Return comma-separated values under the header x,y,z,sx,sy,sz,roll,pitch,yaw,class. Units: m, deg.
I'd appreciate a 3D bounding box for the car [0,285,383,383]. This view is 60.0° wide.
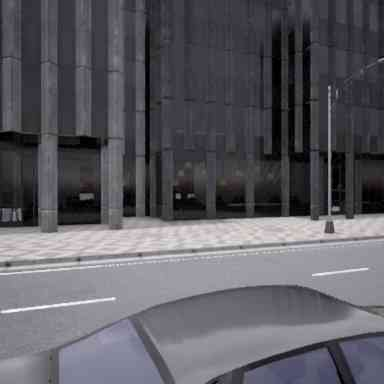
x,y,z,sx,sy,sz,roll,pitch,yaw,class
0.774,1.546,2.595,5.357,1.411,2.033,0,0,-22,car
